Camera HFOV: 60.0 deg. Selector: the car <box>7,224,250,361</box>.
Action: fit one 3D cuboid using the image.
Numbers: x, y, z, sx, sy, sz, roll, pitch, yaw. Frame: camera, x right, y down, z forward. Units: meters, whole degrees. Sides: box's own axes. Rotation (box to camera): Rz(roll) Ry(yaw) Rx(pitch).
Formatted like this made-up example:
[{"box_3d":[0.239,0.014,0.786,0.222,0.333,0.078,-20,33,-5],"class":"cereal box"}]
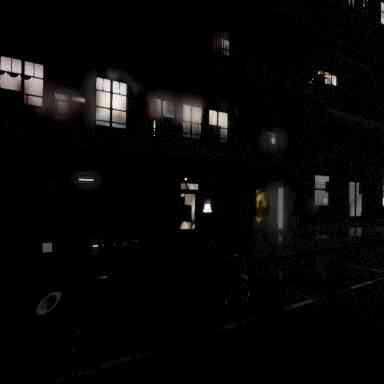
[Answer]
[{"box_3d":[-0.942,1.441,5.876,4.097,1.590,1.967,0,1,-36],"class":"car"}]
